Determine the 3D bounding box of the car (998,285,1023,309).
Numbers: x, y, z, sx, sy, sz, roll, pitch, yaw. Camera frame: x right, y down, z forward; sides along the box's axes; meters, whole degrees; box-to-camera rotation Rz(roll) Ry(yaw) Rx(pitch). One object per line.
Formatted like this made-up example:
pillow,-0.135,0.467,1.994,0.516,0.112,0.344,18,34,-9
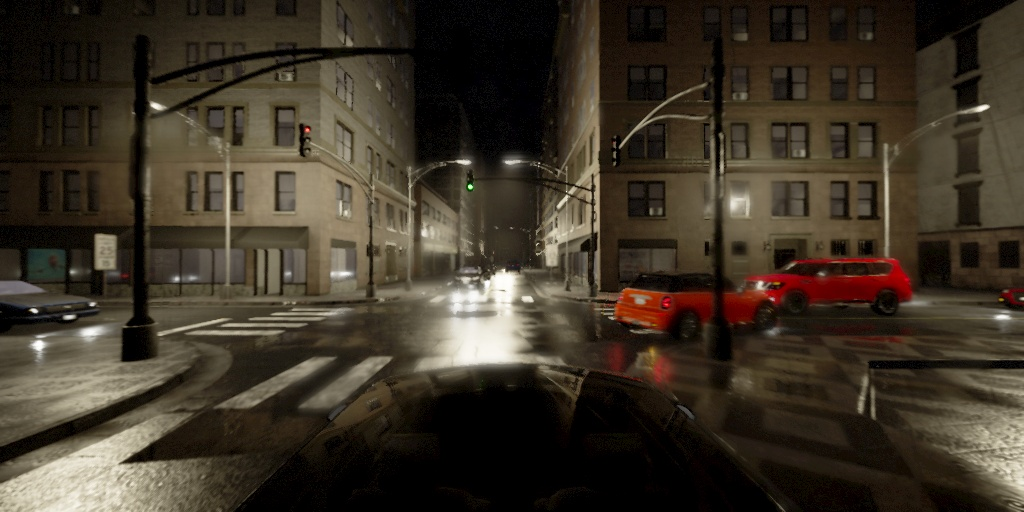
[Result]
car,21.858,1.458,13.867,4.181,1.385,1.994,0,-1,0

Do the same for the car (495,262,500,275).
car,-3.042,1.813,47.037,2.033,1.411,5.357,0,-1,0

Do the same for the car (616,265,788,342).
car,5.264,1.204,10.189,4.553,1.767,2.097,0,0,-24

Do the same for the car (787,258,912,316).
car,11.869,1.112,13.819,5.566,2.045,2.150,0,-1,0

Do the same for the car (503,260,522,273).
car,0.136,1.591,56.178,2.150,2.045,5.566,0,-1,0

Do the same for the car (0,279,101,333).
car,-15.560,1.396,10.440,5.357,1.411,2.033,0,-1,-1

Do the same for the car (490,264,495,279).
car,-3.051,1.653,36.767,1.837,1.490,4.892,0,-1,0

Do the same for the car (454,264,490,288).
car,-3.075,1.523,26.520,2.128,1.511,4.902,0,-1,0
